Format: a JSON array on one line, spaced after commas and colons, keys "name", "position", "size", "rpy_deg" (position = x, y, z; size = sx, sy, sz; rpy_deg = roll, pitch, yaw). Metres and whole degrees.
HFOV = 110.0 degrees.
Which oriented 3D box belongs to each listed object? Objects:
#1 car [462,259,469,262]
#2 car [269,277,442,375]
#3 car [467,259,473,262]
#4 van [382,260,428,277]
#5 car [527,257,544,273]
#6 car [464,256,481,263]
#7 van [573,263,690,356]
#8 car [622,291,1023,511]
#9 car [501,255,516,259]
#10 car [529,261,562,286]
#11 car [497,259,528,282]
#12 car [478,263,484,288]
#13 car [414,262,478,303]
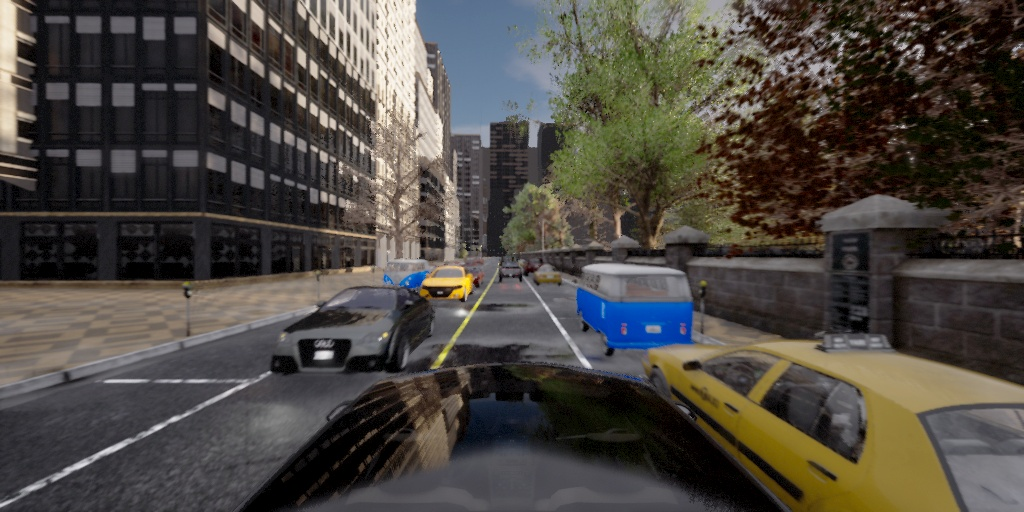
[{"name": "car", "position": [-5.791, 1.280, 35.886], "size": [1.888, 1.381, 4.507], "rpy_deg": [0, 0, -1]}, {"name": "car", "position": [-2.874, 1.313, 7.407], "size": [1.994, 1.385, 4.181], "rpy_deg": [0, 0, -1]}, {"name": "car", "position": [-5.904, 1.313, 41.435], "size": [1.802, 1.307, 4.207], "rpy_deg": [0, 0, -1]}, {"name": "van", "position": [-5.554, 1.086, 19.245], "size": [1.690, 1.789, 3.998], "rpy_deg": [0, 0, -1]}, {"name": "car", "position": [2.232, 1.047, 36.060], "size": [2.192, 1.841, 5.009], "rpy_deg": [0, 0, -1]}, {"name": "car", "position": [-6.174, 1.036, 52.527], "size": [2.192, 1.841, 5.009], "rpy_deg": [0, 0, -2]}, {"name": "van", "position": [2.549, 1.088, 8.331], "size": [1.690, 1.789, 3.998], "rpy_deg": [0, 0, 0]}, {"name": "car", "position": [2.564, 1.275, 2.957], "size": [1.751, 1.417, 4.829], "rpy_deg": [0, 0, 0]}, {"name": "car", "position": [-0.450, 0.951, 44.113], "size": [2.150, 2.045, 5.566], "rpy_deg": [0, 0, -1]}, {"name": "car", "position": [2.404, 1.265, 25.134], "size": [1.751, 1.417, 4.829], "rpy_deg": [0, 0, -1]}, {"name": "car", "position": [-0.127, 1.229, 29.110], "size": [2.128, 1.511, 4.902], "rpy_deg": [0, 0, -1]}, {"name": "car", "position": [-2.892, 1.342, 23.689], "size": [1.895, 1.301, 4.718], "rpy_deg": [0, 0, -1]}, {"name": "car", "position": [-2.911, 1.223, 17.000], "size": [1.882, 1.535, 5.008], "rpy_deg": [0, 0, 0]}]
